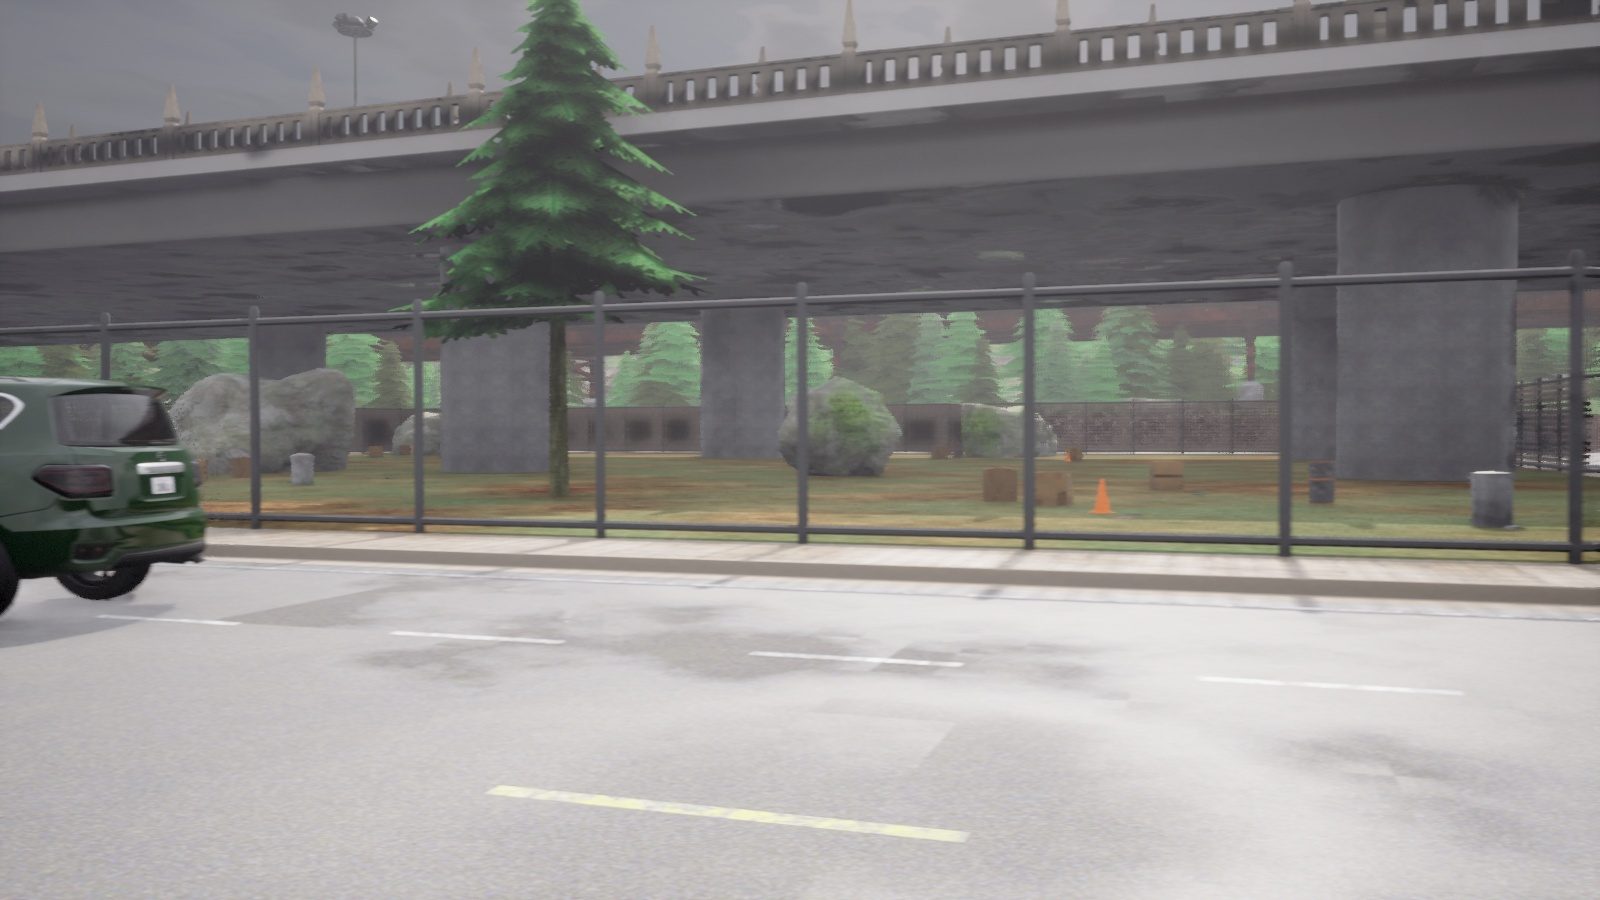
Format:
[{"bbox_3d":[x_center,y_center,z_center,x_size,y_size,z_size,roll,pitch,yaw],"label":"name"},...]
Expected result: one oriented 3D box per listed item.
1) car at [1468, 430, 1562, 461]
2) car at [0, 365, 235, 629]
[{"bbox_3d":[42.266,-0.291,74.351,4.553,1.767,2.097,1,1,19],"label":"car"},{"bbox_3d":[-8.198,0.338,11.002,5.566,2.045,2.150,0,1,4],"label":"car"}]
